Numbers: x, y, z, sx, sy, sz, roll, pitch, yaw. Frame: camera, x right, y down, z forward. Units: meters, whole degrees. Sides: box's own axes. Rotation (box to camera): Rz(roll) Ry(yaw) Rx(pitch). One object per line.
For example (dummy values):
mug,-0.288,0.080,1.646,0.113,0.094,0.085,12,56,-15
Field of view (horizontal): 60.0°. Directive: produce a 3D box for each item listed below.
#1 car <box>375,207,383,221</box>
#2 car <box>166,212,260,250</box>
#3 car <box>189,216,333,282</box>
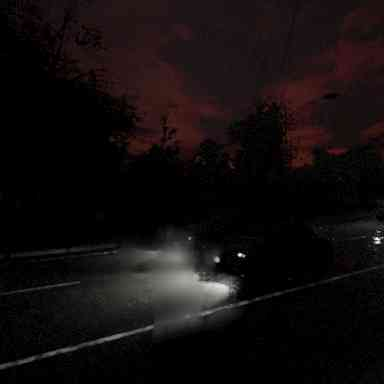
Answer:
car,15.448,1.484,25.074,1.895,1.301,4.718,0,1,45
car,1.632,1.560,13.658,5.357,1.411,2.033,0,0,-35
car,2.277,1.579,9.837,4.181,1.385,1.994,0,0,-35
